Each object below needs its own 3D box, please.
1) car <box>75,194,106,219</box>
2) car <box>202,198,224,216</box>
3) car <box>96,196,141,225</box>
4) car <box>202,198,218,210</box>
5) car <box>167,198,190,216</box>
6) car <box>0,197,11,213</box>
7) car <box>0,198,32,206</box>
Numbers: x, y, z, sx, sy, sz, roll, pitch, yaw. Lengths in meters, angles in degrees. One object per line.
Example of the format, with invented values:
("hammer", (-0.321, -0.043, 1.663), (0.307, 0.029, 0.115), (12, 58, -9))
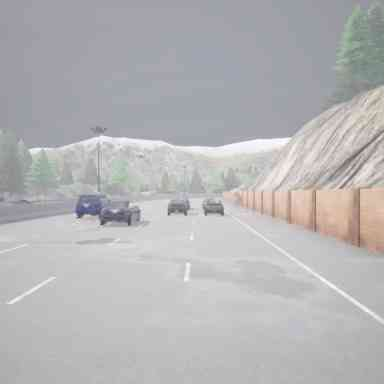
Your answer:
("car", (-8.444, 1.224, 29.446), (2.150, 2.045, 5.566), (0, 0, 1))
("car", (2.113, 1.491, 32.847), (2.128, 1.511, 4.902), (0, 0, 1))
("car", (-5.034, 1.351, 23.990), (2.097, 1.767, 4.553), (0, 0, 1))
("car", (2.283, 1.526, 43.294), (1.812, 1.442, 4.674), (0, 0, 1))
("car", (-1.385, 1.505, 33.016), (1.837, 1.490, 4.892), (0, 0, 1))
("car", (-22.422, 1.418, 36.905), (2.097, 1.767, 4.553), (0, 0, 1))
("car", (-18.955, 1.508, 35.621), (1.837, 1.490, 4.892), (0, 0, 1))
